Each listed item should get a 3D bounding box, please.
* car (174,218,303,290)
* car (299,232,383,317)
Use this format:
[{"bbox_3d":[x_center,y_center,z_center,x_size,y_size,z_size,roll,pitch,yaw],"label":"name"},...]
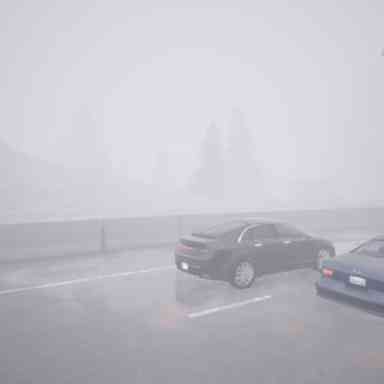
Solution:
[{"bbox_3d":[1.871,1.463,9.029,4.892,1.490,1.837,0,0,-33],"label":"car"},{"bbox_3d":[4.881,1.513,6.842,5.357,1.411,2.033,0,0,-32],"label":"car"}]
